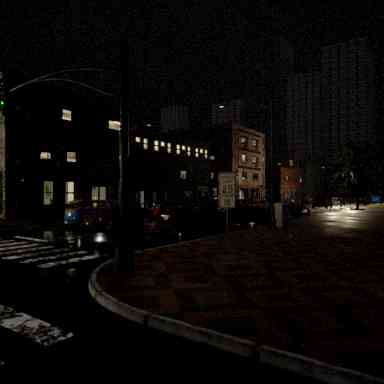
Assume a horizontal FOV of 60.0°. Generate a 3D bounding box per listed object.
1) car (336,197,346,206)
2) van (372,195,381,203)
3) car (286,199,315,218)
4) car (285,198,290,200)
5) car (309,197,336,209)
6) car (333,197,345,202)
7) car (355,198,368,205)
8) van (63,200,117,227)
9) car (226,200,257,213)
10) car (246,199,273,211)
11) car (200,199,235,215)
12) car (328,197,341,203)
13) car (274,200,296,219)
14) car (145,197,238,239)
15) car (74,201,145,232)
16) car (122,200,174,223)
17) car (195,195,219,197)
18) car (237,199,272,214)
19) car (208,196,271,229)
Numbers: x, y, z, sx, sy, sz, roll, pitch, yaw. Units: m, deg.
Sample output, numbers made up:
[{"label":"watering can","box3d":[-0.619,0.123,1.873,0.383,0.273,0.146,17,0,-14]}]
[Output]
[{"label":"car","box3d":[25.356,1.828,57.867,1.895,1.301,4.718,0,0,36]},{"label":"van","box3d":[44.837,1.694,80.903,1.690,1.788,3.998,-1,-1,35]},{"label":"car","box3d":[9.718,1.657,31.313,1.947,1.339,4.313,-1,-1,35]},{"label":"car","box3d":[15.549,1.741,54.046,1.752,1.417,4.829,-1,-1,35]},{"label":"car","box3d":[19.485,1.536,49.578,2.097,1.767,4.553,0,0,35]},{"label":"car","box3d":[37.998,1.935,85.741,1.887,1.381,4.507,-1,-1,35]},{"label":"car","box3d":[32.067,1.801,62.868,2.008,1.369,4.403,-1,-1,35]},{"label":"van","box3d":[-6.701,1.413,22.631,1.690,1.788,3.998,-1,0,35]},{"label":"car","box3d":[6.070,1.700,40.661,2.008,1.369,4.403,-1,-1,35]},{"label":"car","box3d":[9.263,1.722,45.169,2.008,1.369,4.403,-1,-1,35]},{"label":"car","box3d":[2.877,1.569,36.155,1.967,1.590,4.097,-1,-1,35]},{"label":"car","box3d":[34.805,1.914,81.233,2.008,1.369,4.403,-1,-1,35]},{"label":"car","box3d":[6.525,1.616,26.804,1.887,1.381,4.507,-1,-1,35]},{"label":"car","box3d":[0.138,1.349,17.790,2.192,1.841,5.009,-1,-1,35]},{"label":"car","box3d":[-4.584,1.538,21.137,1.882,1.535,5.008,0,0,35]},{"label":"car","box3d":[-3.509,1.530,27.138,1.967,1.590,4.097,-1,-1,35]},{"label":"car","box3d":[1.118,1.315,29.184,2.150,2.045,5.566,0,0,35]},{"label":"car","box3d":[7.159,1.609,37.694,1.882,1.535,5.008,0,0,36]},{"label":"car","box3d":[3.331,1.367,22.298,2.192,1.841,5.009,-1,-1,35]}]
